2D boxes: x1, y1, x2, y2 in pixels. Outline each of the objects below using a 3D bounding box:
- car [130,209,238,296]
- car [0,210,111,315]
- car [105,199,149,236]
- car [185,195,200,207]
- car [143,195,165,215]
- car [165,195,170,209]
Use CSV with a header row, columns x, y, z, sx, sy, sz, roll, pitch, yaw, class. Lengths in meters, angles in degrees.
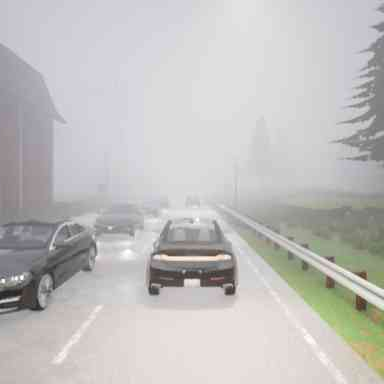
x,y,z,sx,sy,sz,roll,pitch,yaw,class
0.001,1.405,8.437,2.128,1.511,4.902,0,1,0,car
-3.600,1.411,7.618,2.128,1.511,4.902,0,1,0,car
-3.598,1.323,17.089,1.837,1.490,4.892,0,1,0,car
0.064,1.109,41.534,2.033,1.411,5.357,0,1,1,car
-3.594,1.235,27.353,1.812,1.442,4.674,0,1,0,car
-3.553,1.076,37.840,1.882,1.535,5.008,0,1,0,car
